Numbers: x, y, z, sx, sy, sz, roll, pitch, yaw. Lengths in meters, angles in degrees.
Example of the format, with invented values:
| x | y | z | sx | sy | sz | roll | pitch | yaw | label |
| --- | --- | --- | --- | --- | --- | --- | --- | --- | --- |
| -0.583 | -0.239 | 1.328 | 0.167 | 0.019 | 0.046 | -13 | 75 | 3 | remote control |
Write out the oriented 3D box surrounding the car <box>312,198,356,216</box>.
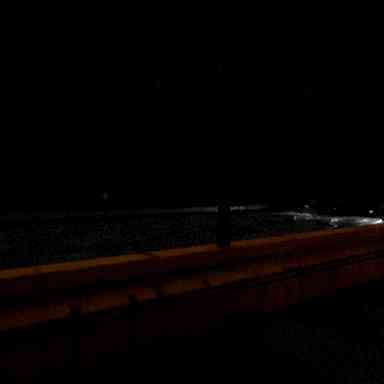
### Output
| x | y | z | sx | sy | sz | roll | pitch | yaw | label |
| --- | --- | --- | --- | --- | --- | --- | --- | --- | --- |
| 13.471 | 1.276 | 29.724 | 5.008 | 1.535 | 1.882 | 0 | 0 | -30 | car |

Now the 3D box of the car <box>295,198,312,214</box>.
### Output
| x | y | z | sx | sy | sz | roll | pitch | yaw | label |
| --- | --- | --- | --- | --- | --- | --- | --- | --- | --- |
| 12.334 | 1.316 | 33.093 | 4.674 | 1.442 | 1.812 | 0 | 0 | -30 | car |

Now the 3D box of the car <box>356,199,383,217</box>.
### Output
| x | y | z | sx | sy | sz | roll | pitch | yaw | label |
| --- | --- | --- | --- | --- | --- | --- | --- | --- | --- |
| 15.713 | 1.361 | 26.955 | 4.181 | 1.385 | 1.994 | 0 | 0 | -30 | car |
